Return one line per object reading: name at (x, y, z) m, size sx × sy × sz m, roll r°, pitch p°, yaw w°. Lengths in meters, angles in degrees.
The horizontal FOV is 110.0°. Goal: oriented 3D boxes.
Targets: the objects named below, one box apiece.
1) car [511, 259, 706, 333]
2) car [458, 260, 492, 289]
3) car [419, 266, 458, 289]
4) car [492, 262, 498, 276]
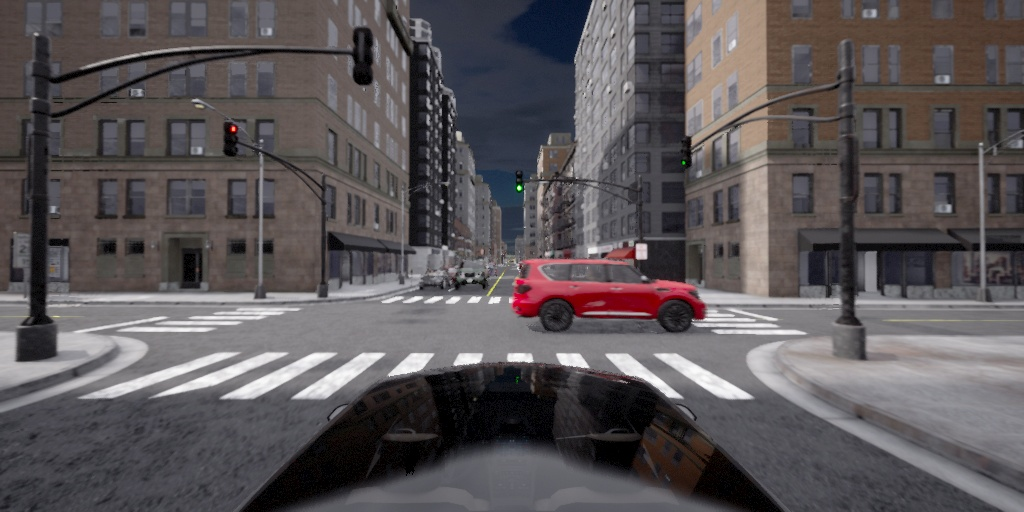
car at (2.753, 1.113, 10.843) m, size 5.566 × 2.045 × 2.150 m, roll 0°, pitch -1°, yaw 0°
car at (-2.842, 1.276, 26.355) m, size 2.150 × 2.045 × 5.566 m, roll 0°, pitch -1°, yaw -1°
car at (-5.375, 1.595, 25.573) m, size 2.007 × 1.370 × 4.403 m, roll 0°, pitch 0°, yaw 0°
car at (-2.813, 1.836, 45.825) m, size 2.033 × 1.411 × 5.357 m, roll 0°, pitch -1°, yaw 0°
